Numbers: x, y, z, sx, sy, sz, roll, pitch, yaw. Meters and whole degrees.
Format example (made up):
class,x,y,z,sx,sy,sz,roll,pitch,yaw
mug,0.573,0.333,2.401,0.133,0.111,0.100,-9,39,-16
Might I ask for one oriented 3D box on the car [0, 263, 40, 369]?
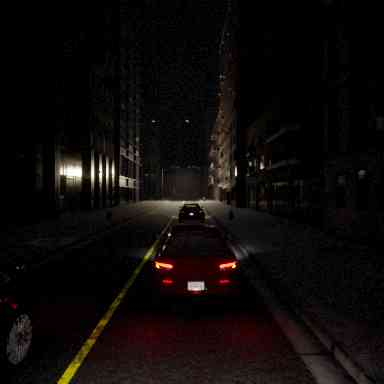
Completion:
class,x,y,z,sx,sy,sz,roll,pitch,yaw
car,-3.114,1.492,2.908,2.128,1.511,4.902,0,0,0

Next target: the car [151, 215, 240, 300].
class,x,y,z,sx,sy,sz,roll,pitch,yaw
car,0.059,1.527,8.291,1.812,1.442,4.674,0,0,0

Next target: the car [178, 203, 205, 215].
class,x,y,z,sx,sy,sz,roll,pitch,yaw
car,-0.036,1.566,26.051,1.994,1.385,4.181,0,0,0
